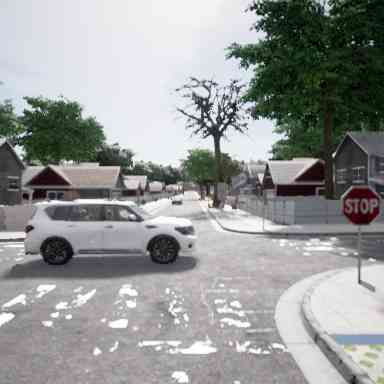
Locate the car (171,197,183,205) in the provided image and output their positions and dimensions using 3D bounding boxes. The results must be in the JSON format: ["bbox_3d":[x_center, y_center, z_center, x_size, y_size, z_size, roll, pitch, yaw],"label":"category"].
[{"bbox_3d":[-2.684,1.571,60.611,2.033,1.411,5.357,0,0,0],"label":"car"}]

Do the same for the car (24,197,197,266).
[{"bbox_3d":[-2.632,1.280,11.204,5.566,2.045,2.150,-1,0,-1],"label":"car"}]
